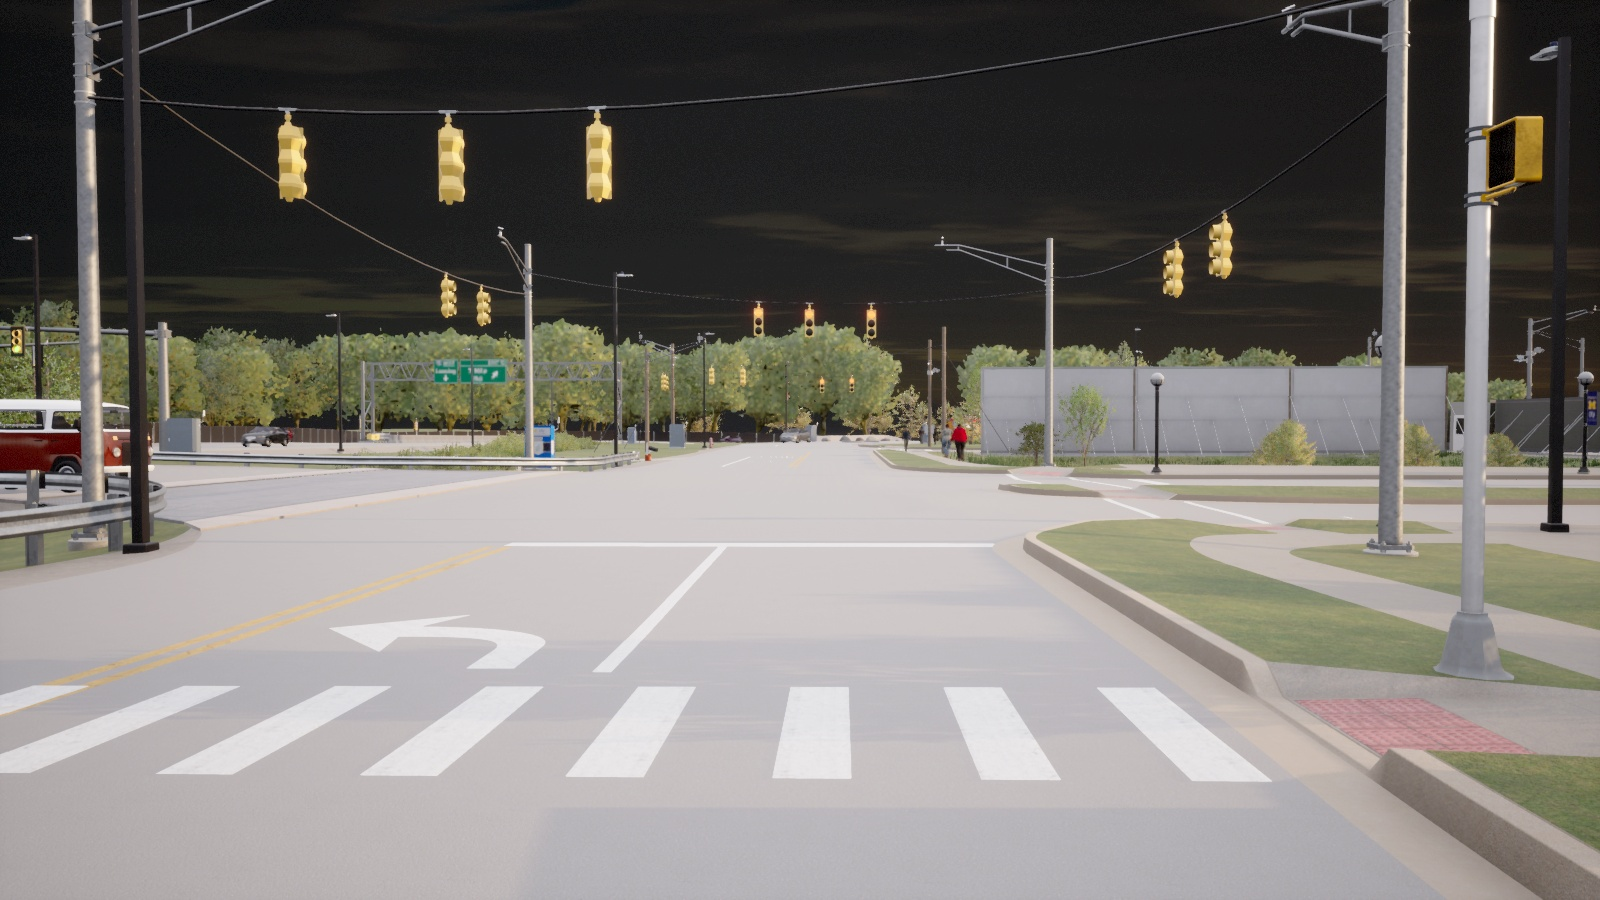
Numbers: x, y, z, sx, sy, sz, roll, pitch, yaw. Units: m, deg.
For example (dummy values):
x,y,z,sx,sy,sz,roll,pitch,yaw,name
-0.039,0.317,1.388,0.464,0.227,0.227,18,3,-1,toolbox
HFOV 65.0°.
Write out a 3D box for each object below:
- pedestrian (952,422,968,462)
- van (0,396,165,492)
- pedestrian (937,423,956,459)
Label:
x,y,z,sx,sy,sz,roll,pitch,yaw,name
7.567,-0.385,59.368,0.634,1.844,0.899,0,2,2,pedestrian
-16.841,-0.136,27.853,4.480,2.038,2.069,0,1,5,van
7.642,-0.468,65.463,0.874,1.855,0.900,0,2,1,pedestrian
